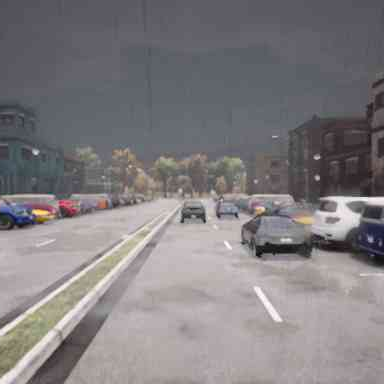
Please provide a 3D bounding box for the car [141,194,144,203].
[{"bbox_3d":[-12.493,1.649,64.548,5.008,1.535,2.097,0,0,0],"label":"car"}]

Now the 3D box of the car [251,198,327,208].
[{"bbox_3d":[7.836,1.475,26.986,5.366,1.575,1.946,0,0,0],"label":"car"}]

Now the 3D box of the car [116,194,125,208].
[{"bbox_3d":[-12.550,1.279,45.220,5.566,2.045,2.435,0,0,0],"label":"car"}]

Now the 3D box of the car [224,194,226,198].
[{"bbox_3d":[7.693,1.442,51.801,4.553,1.767,2.185,0,0,0],"label":"car"}]

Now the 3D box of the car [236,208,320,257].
[{"bbox_3d":[3.105,1.550,12.938,1.994,1.385,4.181,0,0,0],"label":"car"}]

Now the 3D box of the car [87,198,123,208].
[{"bbox_3d":[-12.515,1.584,47.998,4.674,1.452,2.002,0,0,0],"label":"car"}]

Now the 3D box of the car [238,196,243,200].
[{"bbox_3d":[7.648,1.499,35.259,4.892,1.521,2.231,0,0,0],"label":"car"}]

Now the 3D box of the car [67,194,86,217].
[{"bbox_3d":[-12.513,1.214,28.544,5.566,2.045,2.435,0,0,0],"label":"car"}]

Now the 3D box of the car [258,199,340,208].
[{"bbox_3d":[7.643,1.474,24.231,4.892,1.521,2.231,0,0,0],"label":"car"}]

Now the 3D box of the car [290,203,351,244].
[{"bbox_3d":[7.652,1.466,15.958,5.008,1.535,2.097,0,0,0],"label":"car"}]

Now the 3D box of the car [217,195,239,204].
[{"bbox_3d":[7.639,1.554,71.106,4.553,1.767,2.185,0,0,0],"label":"car"}]

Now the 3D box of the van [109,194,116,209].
[{"bbox_3d":[-12.408,1.290,42.440,4.442,1.987,1.878,0,0,0],"label":"van"}]

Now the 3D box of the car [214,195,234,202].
[{"bbox_3d":[7.642,1.580,79.382,4.553,1.767,2.185,0,0,0],"label":"car"}]

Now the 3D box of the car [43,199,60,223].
[{"bbox_3d":[-12.363,1.451,22.987,5.366,1.575,1.946,0,0,0],"label":"car"}]

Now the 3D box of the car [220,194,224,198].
[{"bbox_3d":[7.668,1.583,54.557,5.008,1.535,2.097,0,0,0],"label":"car"}]

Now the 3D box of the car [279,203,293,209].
[{"bbox_3d":[7.650,1.507,18.716,4.674,1.452,2.002,0,0,0],"label":"car"}]

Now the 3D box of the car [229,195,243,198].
[{"bbox_3d":[7.652,1.529,43.529,4.892,1.521,2.231,0,0,0],"label":"car"}]

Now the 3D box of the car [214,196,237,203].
[{"bbox_3d":[7.677,1.699,76.619,5.008,1.535,2.097,0,0,0],"label":"car"}]

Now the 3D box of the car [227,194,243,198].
[{"bbox_3d":[7.628,1.414,46.286,4.553,1.767,2.185,0,0,0],"label":"car"}]

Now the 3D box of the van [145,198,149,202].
[{"bbox_3d":[-12.371,1.474,72.889,4.442,1.987,1.878,0,0,0],"label":"van"}]

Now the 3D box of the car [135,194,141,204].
[{"bbox_3d":[-12.534,1.362,59.117,5.566,2.045,2.435,0,0,0],"label":"car"}]

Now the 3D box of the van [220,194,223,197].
[{"bbox_3d":[7.547,1.374,57.316,4.442,1.987,1.878,0,0,0],"label":"van"}]

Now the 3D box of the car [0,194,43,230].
[{"bbox_3d":[-12.523,1.198,20.209,5.566,2.045,2.435,0,0,0],"label":"car"}]

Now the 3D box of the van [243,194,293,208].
[{"bbox_3d":[7.536,1.264,32.378,4.442,1.987,1.878,0,0,0],"label":"van"}]

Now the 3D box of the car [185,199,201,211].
[{"bbox_3d":[0.118,1.644,42.269,1.895,1.301,4.718,0,0,0],"label":"car"}]

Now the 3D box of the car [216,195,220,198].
[{"bbox_3d":[7.480,1.613,60.072,5.366,1.575,1.946,0,0,0],"label":"car"}]

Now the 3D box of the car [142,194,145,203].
[{"bbox_3d":[-12.525,1.543,67.452,4.553,1.767,2.185,0,0,0],"label":"car"}]

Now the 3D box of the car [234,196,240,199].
[{"bbox_3d":[7.650,1.508,38.015,4.892,1.521,2.231,0,0,0],"label":"car"}]

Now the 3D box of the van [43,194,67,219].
[{"bbox_3d":[-12.428,1.234,25.767,4.442,1.987,1.878,0,0,0],"label":"van"}]

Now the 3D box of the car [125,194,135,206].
[{"bbox_3d":[-12.483,1.325,53.432,5.566,2.045,2.435,0,0,0],"label":"car"}]

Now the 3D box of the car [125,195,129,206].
[{"bbox_3d":[-12.512,1.600,50.712,4.674,1.452,2.002,0,0,0],"label":"car"}]

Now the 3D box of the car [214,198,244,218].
[{"bbox_3d":[3.113,1.553,30.608,2.033,1.411,5.357,0,0,0],"label":"car"}]

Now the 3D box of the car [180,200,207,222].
[{"bbox_3d":[0.111,1.500,26.126,1.837,1.490,4.892,0,0,0],"label":"car"}]

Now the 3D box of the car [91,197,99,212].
[{"bbox_3d":[-12.505,1.512,34.103,4.792,1.488,2.163,0,0,0],"label":"car"}]

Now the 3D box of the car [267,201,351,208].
[{"bbox_3d":[7.678,1.499,21.472,4.792,1.488,2.163,0,0,0],"label":"car"}]

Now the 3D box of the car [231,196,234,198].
[{"bbox_3d":[7.651,1.518,40.772,4.892,1.521,2.231,0,0,0],"label":"car"}]

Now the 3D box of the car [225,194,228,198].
[{"bbox_3d":[7.692,1.428,49.044,4.553,1.767,2.185,0,0,0],"label":"car"}]

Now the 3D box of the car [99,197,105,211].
[{"bbox_3d":[-12.529,1.532,36.757,4.674,1.452,2.002,0,0,0],"label":"car"}]

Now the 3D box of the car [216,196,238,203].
[{"bbox_3d":[7.668,1.730,73.863,4.674,1.452,2.002,0,0,0],"label":"car"}]

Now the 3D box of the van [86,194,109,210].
[{"bbox_3d":[-12.645,1.278,39.663,4.442,1.987,1.878,0,0,0],"label":"van"}]

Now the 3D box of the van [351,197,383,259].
[{"bbox_3d":[7.761,1.241,10.444,4.442,1.987,1.878,0,0,0],"label":"van"}]

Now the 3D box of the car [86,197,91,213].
[{"bbox_3d":[-12.532,1.475,31.324,4.892,1.521,2.231,0,0,0],"label":"car"}]
